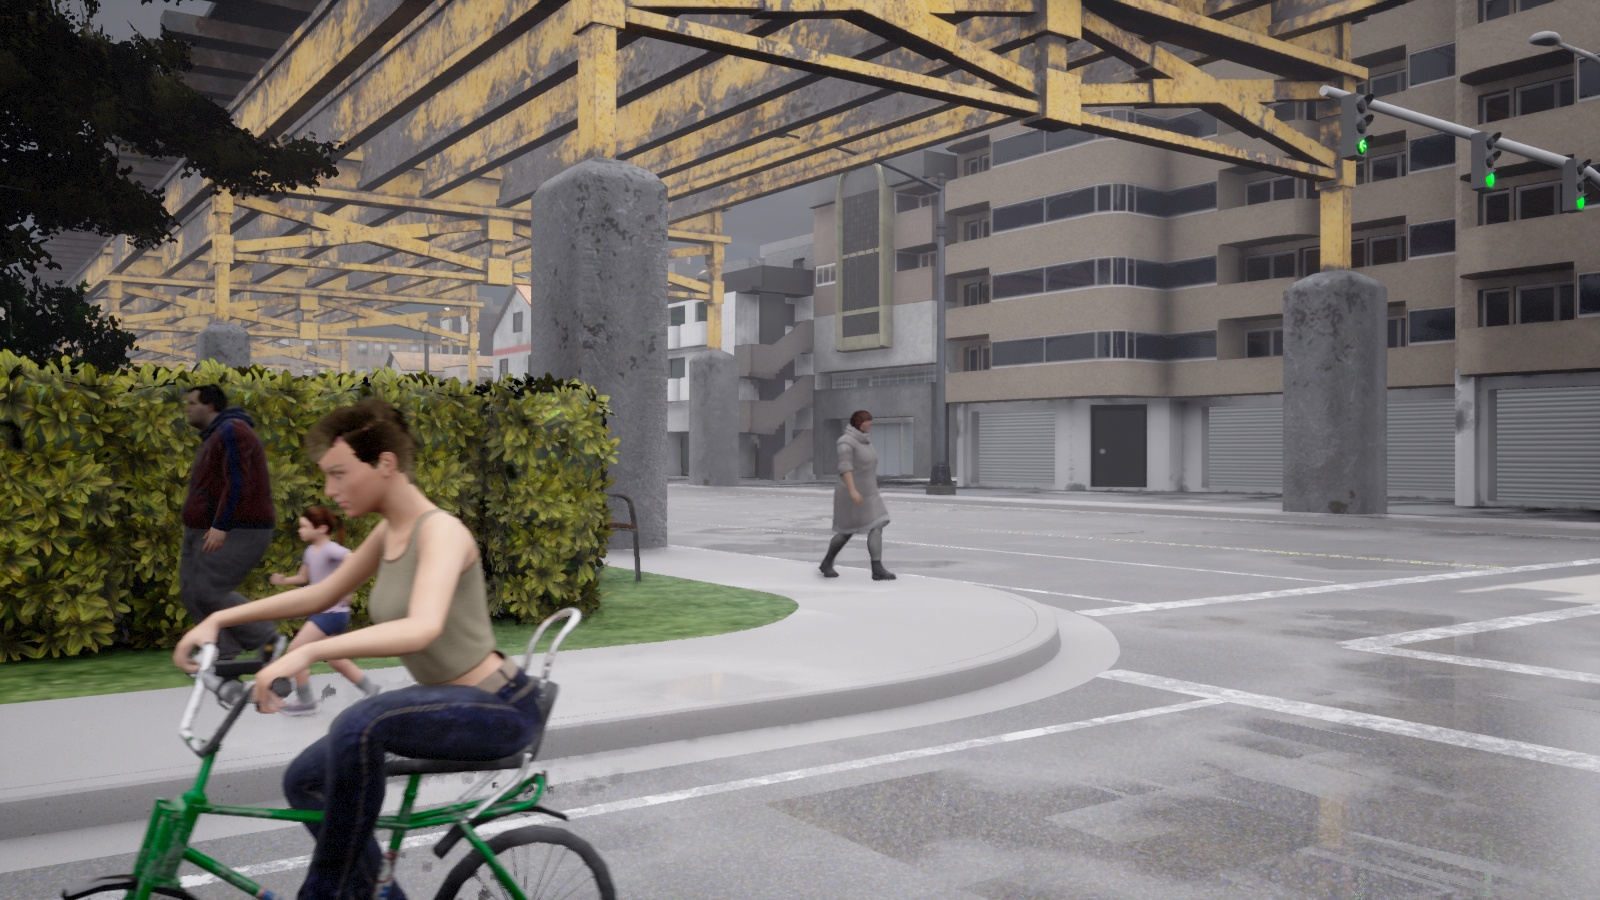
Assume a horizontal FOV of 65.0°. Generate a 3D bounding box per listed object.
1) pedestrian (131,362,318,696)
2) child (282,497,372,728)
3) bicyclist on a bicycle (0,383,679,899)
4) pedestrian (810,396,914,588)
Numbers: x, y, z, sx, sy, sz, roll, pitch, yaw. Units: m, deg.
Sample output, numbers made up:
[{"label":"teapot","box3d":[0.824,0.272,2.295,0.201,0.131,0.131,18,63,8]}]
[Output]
[{"label":"pedestrian","box3d":[-3.412,0.435,7.452,0.899,1.844,0.634,0,0,-36]},{"label":"child","box3d":[-2.389,0.801,6.337,0.394,1.110,0.255,0,0,-28]},{"label":"bicyclist on a bicycle","box3d":[-1.154,0.691,2.888,1.509,1.612,0.866,0,0,-35]},{"label":"pedestrian","box3d":[0.657,0.424,13.296,0.873,1.952,0.659,0,0,40]}]
